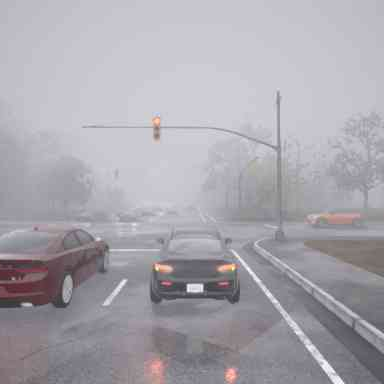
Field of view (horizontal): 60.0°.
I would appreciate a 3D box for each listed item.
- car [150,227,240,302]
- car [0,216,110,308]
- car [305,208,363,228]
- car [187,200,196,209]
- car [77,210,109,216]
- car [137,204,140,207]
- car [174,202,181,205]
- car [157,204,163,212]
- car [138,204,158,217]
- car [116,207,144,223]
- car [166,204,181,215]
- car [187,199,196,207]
[{"bbox_3d":[0.064,1.606,8.286,1.812,1.442,4.674,0,-1,0],"label":"car"},{"bbox_3d":[-3.433,1.556,8.141,1.882,1.535,5.008,0,-1,0],"label":"car"},{"bbox_3d":[12.139,2.166,28.700,4.553,1.767,2.097,0,-3,-2],"label":"car"},{"bbox_3d":[-0.154,3.305,77.298,1.994,1.385,4.181,0,0,0],"label":"car"},{"bbox_3d":[-11.500,2.803,38.793,2.033,1.411,5.357,0,-3,12],"label":"car"},{"bbox_3d":[-10.635,3.289,68.529,1.882,1.535,5.008,0,0,0],"label":"car"},{"bbox_3d":[-3.774,3.228,86.907,1.812,1.442,4.674,0,0,-4],"label":"car"},{"bbox_3d":[-7.137,3.287,69.097,1.882,1.535,5.008,0,0,0],"label":"car"},{"bbox_3d":[-7.195,3.211,54.755,1.882,1.535,5.008,0,-1,0],"label":"car"},{"bbox_3d":[-7.174,2.776,38.705,1.812,1.442,4.674,0,-3,0],"label":"car"},{"bbox_3d":[-3.516,3.395,59.178,1.895,1.301,4.718,0,-1,0],"label":"car"},{"bbox_3d":[-0.265,2.895,87.032,2.097,1.767,4.553,0,0,-4],"label":"car"}]
